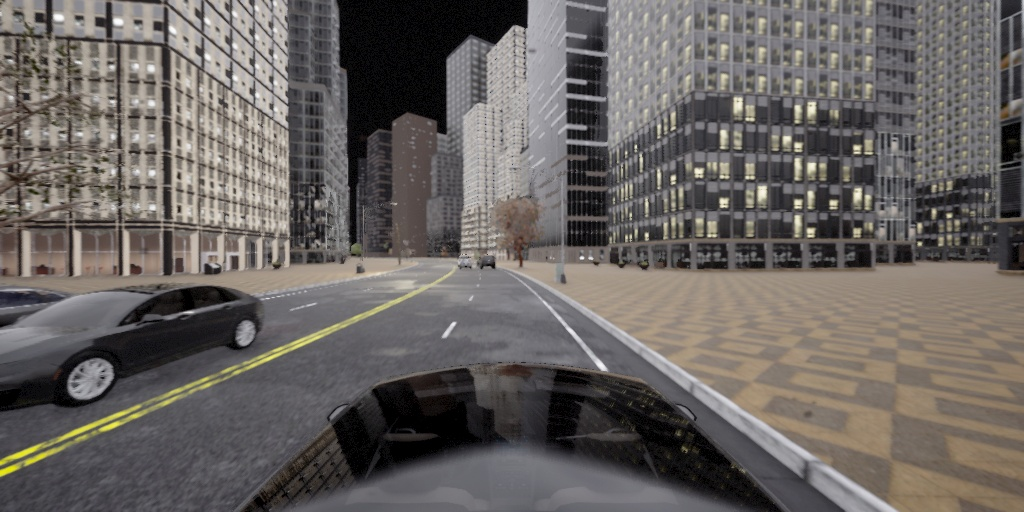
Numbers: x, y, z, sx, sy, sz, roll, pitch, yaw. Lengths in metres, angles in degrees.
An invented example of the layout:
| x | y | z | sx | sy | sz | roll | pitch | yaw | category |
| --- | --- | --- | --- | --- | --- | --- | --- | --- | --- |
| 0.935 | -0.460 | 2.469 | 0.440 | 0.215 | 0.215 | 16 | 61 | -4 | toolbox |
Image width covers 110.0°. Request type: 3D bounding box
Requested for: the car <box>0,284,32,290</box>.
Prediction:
| x | y | z | sx | sy | sz | roll | pitch | yaw | category |
| --- | --- | --- | --- | --- | --- | --- | --- | --- | --- |
| -9.882 | 1.280 | 6.022 | 2.128 | 1.511 | 4.902 | 0 | 0 | 0 | car |

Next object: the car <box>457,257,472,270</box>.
| x | y | z | sx | sy | sz | roll | pitch | yaw | category |
| --- | --- | --- | --- | --- | --- | --- | --- | --- | --- |
| -6.861 | 1.262 | 53.372 | 2.033 | 1.411 | 5.357 | 0 | 0 | -8 | car |

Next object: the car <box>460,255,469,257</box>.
| x | y | z | sx | sy | sz | roll | pitch | yaw | category |
| --- | --- | --- | --- | --- | --- | --- | --- | --- | --- |
| -8.529 | 0.926 | 64.099 | 2.150 | 2.045 | 5.566 | 0 | 0 | -10 | car |

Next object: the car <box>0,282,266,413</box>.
| x | y | z | sx | sy | sz | roll | pitch | yaw | category |
| --- | --- | --- | --- | --- | --- | --- | --- | --- | --- |
| -6.635 | 1.279 | 6.345 | 1.837 | 1.490 | 4.892 | 0 | 0 | -1 | car |

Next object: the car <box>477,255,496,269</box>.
| x | y | z | sx | sy | sz | roll | pitch | yaw | category |
| --- | --- | --- | --- | --- | --- | --- | --- | --- | --- |
| -3.640 | 0.921 | 53.791 | 2.150 | 2.045 | 5.566 | 0 | 0 | -8 | car |
